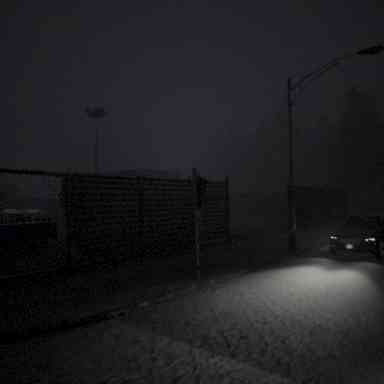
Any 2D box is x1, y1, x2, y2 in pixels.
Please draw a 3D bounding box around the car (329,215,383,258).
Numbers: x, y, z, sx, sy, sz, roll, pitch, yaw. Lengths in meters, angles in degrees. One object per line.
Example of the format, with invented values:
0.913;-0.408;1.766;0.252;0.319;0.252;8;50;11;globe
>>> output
7.401;1.782;14.238;2.128;1.511;4.902;-3;-2;40;car
